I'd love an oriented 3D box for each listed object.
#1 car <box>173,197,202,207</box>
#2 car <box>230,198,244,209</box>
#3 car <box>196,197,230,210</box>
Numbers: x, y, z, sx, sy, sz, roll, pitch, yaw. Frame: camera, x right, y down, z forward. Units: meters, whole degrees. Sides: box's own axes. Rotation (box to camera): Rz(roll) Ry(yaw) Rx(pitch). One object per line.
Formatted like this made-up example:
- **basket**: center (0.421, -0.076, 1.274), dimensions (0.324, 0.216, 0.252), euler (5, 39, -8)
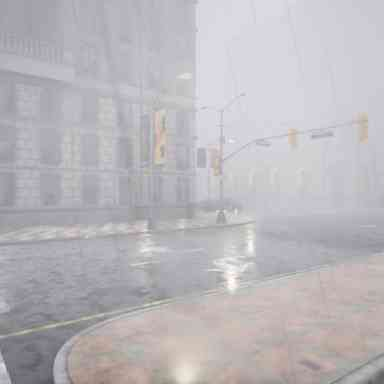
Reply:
- **car**: center (-0.798, 1.547, 52.624), dimensions (2.033, 1.411, 5.357), euler (0, 0, -35)
- **car**: center (4.887, 1.505, 44.678), dimensions (1.837, 1.490, 4.892), euler (0, 0, -36)
- **car**: center (2.326, 1.564, 42.245), dimensions (1.994, 1.385, 4.181), euler (0, 0, -36)
